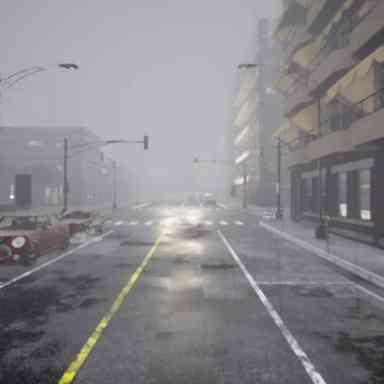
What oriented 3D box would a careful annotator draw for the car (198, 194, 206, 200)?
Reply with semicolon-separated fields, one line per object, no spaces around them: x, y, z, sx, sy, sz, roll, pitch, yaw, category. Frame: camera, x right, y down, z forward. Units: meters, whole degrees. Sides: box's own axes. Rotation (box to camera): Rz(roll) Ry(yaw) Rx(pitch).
2.683;1.332;88.364;1.947;1.339;4.313;1;0;0;car

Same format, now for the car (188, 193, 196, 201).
-0.017;1.316;78.783;2.128;1.511;4.902;0;0;0;car

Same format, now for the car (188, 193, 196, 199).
-0.021;1.120;89.207;2.128;1.511;4.902;0;0;0;car

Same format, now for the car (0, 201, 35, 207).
-19.725;1.623;37.089;4.403;1.369;2.008;0;0;1;car

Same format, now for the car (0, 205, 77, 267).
-5.647;1.420;11.132;1.967;1.590;4.097;1;0;0;car

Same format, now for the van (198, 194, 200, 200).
2.691;1.182;66.041;1.690;1.788;3.998;1;0;0;van

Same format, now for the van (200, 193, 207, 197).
2.693;1.214;54.878;1.690;1.788;3.998;1;0;0;van

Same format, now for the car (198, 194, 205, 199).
2.682;1.311;93.945;1.947;1.339;4.313;1;0;0;car

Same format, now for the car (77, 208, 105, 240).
-5.649;1.514;16.778;1.887;1.381;4.507;1;0;0;car

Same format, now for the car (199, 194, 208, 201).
2.686;1.329;77.372;1.752;1.417;4.829;1;0;0;car

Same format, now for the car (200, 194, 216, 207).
2.691;1.440;49.300;2.008;1.369;4.403;1;0;0;car

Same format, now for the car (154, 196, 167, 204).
-5.691;1.402;60.423;1.887;1.381;4.507;1;0;0;car

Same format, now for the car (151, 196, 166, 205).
-5.691;1.455;54.842;1.802;1.307;4.206;1;0;0;car
